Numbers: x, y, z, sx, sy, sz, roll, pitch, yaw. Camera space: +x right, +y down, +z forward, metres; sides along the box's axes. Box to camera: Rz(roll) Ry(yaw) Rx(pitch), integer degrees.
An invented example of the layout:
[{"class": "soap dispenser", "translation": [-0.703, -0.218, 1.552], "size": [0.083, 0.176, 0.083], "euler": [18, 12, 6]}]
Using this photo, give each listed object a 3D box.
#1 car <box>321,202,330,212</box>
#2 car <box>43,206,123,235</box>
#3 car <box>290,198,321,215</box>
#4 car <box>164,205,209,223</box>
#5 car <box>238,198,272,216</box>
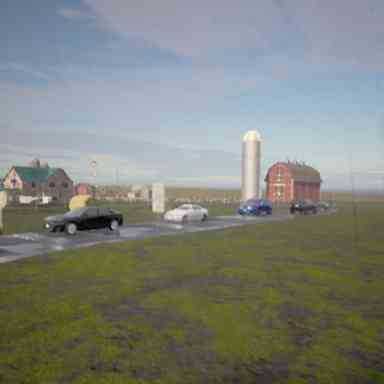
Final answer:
[{"class": "car", "translation": [20.610, 2.328, 52.514], "size": [1.837, 1.490, 4.892], "euler": [1, 0, 28]}, {"class": "car", "translation": [-6.421, 1.615, 20.157], "size": [1.882, 1.535, 5.008], "euler": [1, 0, 35]}, {"class": "car", "translation": [14.655, 1.884, 43.710], "size": [2.150, 2.045, 5.566], "euler": [1, 0, 36]}, {"class": "car", "translation": [-0.345, 1.812, 28.418], "size": [1.812, 1.442, 4.674], "euler": [1, 0, 37]}, {"class": "car", "translation": [7.525, 1.711, 39.017], "size": [2.150, 2.045, 5.566], "euler": [1, 0, 37]}]
